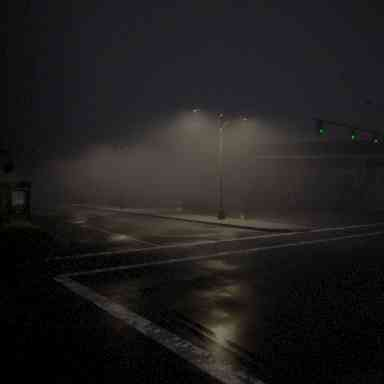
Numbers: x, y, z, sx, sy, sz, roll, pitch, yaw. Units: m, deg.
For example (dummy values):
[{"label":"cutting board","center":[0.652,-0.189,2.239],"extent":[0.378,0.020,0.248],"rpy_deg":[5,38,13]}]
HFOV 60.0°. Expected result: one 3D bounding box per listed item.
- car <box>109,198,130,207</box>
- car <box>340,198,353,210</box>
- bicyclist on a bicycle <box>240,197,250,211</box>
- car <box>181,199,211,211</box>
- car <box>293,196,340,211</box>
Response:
[{"label":"car","center":[-11.125,1.564,50.712],"extent":[1.994,1.385,4.181],"rpy_deg":[0,0,-35]},{"label":"car","center":[18.130,1.456,42.039],"extent":[1.970,1.475,3.806],"rpy_deg":[0,0,-35]},{"label":"bicyclist on a bicycle","center":[6.289,1.430,39.750],"extent":[1.656,1.620,0.582],"rpy_deg":[-6,-7,-37]},{"label":"car","center":[0.438,1.564,40.510],"extent":[1.994,1.385,4.181],"rpy_deg":[0,0,-35]},{"label":"car","center":[13.867,1.295,38.113],"extent":[2.242,1.667,4.611],"rpy_deg":[0,0,-35]}]
